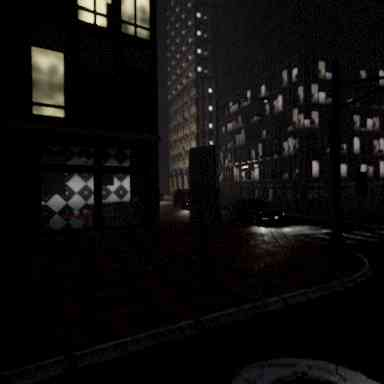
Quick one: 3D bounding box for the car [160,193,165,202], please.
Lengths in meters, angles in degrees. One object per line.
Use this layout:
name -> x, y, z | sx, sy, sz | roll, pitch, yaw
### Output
car -> -5.439, 0.726, 49.678 | 1.837, 1.490, 4.892 | -1, 1, -18

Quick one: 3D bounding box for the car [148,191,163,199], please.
car -> -6.907, 0.529, 62.938 | 1.994, 1.385, 4.181 | -1, 1, -19

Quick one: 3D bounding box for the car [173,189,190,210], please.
car -> -0.416, 0.693, 34.791 | 2.150, 2.045, 5.566 | -1, 1, -19

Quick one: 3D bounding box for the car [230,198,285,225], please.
car -> 4.102, 1.198, 21.550 | 1.837, 1.490, 4.892 | -1, 1, -19
